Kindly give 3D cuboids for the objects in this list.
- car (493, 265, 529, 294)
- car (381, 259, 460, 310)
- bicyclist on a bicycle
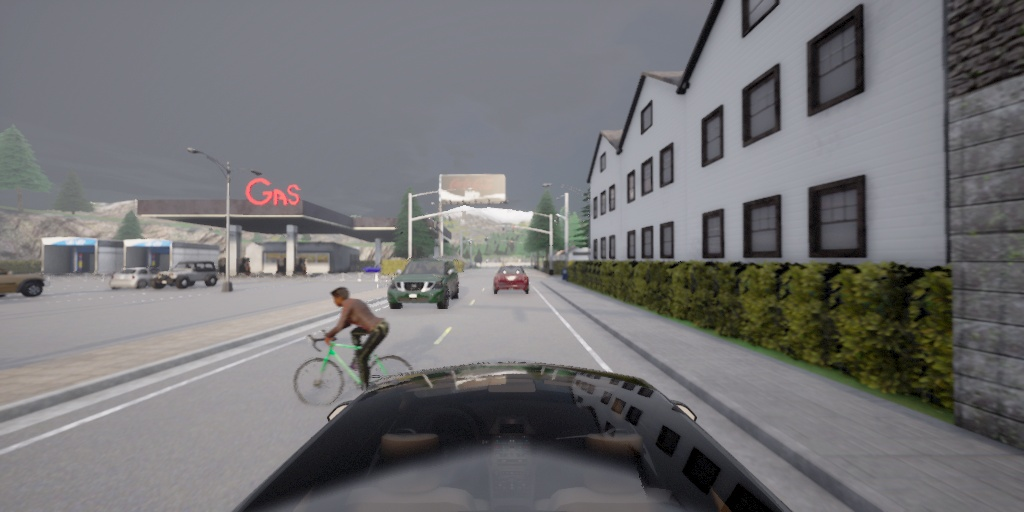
[{"bbox_3d":[-0.050,1.344,22.649,2.097,1.767,4.553,0,0,0],"label":"car"},{"bbox_3d":[-3.665,1.134,15.926,2.150,2.045,5.566,0,-1,-1],"label":"car"},{"bbox_3d":[-2.146,1.240,4.859,1.656,1.620,0.582,-2,-1,0],"label":"bicyclist on a bicycle"}]
